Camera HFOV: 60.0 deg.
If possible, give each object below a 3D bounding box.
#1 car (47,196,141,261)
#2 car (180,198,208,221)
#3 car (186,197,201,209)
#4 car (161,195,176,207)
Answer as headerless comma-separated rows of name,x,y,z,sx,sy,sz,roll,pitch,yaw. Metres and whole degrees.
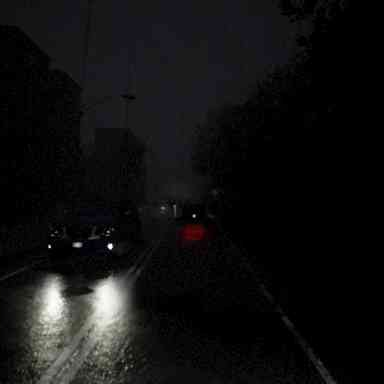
car,-3.304,1.179,12.430,2.150,2.045,5.566,0,0,1
car,0.156,1.403,25.908,1.837,1.490,4.892,0,1,0
car,0.136,1.387,43.238,1.895,1.301,4.718,0,0,0
car,-3.284,1.231,47.662,1.882,1.535,5.008,0,1,0
